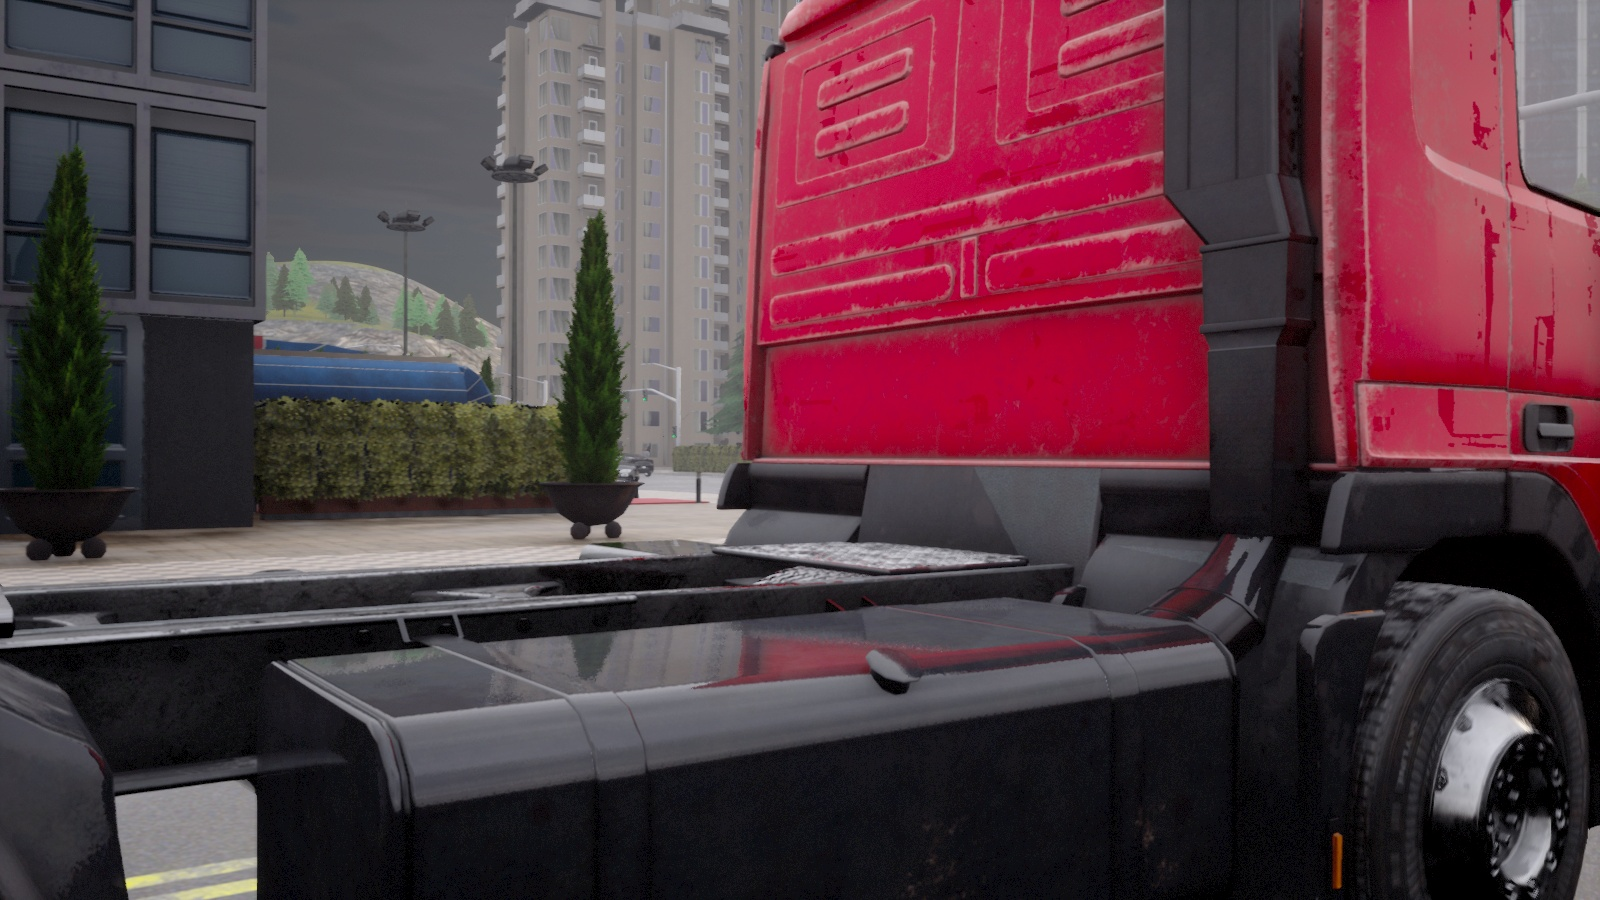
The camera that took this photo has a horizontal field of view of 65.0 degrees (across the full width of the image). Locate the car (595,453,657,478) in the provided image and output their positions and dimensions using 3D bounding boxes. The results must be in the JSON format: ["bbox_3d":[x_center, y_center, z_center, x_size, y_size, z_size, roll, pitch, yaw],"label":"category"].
[{"bbox_3d":[-11.241,0.991,80.858,1.882,1.535,5.008,0,0,-35],"label":"car"}]

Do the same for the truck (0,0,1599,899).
[{"bbox_3d":[-0.886,-0.226,3.046,7.936,3.462,2.891,0,0,-35],"label":"truck"}]

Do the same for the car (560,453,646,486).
[{"bbox_3d":[-9.480,0.902,60.143,2.128,1.511,4.902,0,0,-35],"label":"car"}]
